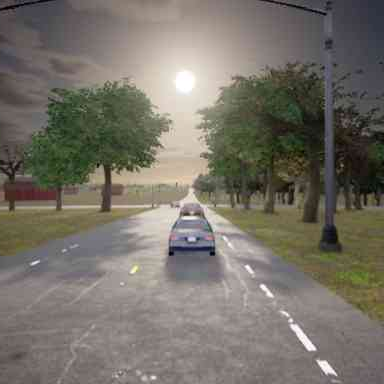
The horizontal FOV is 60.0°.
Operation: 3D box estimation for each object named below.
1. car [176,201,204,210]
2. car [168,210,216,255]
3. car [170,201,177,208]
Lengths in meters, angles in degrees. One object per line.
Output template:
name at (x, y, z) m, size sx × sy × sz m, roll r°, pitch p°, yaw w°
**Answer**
car at (-0.002, 1.732, 29.068) m, size 2.097 × 1.767 × 4.553 m, roll 0°, pitch -1°, yaw 0°
car at (-0.002, 1.709, 13.973) m, size 2.033 × 1.411 × 5.357 m, roll 0°, pitch -1°, yaw 0°
car at (-3.515, 2.606, 68.291) m, size 2.128 × 1.511 × 4.902 m, roll 0°, pitch -1°, yaw 0°
